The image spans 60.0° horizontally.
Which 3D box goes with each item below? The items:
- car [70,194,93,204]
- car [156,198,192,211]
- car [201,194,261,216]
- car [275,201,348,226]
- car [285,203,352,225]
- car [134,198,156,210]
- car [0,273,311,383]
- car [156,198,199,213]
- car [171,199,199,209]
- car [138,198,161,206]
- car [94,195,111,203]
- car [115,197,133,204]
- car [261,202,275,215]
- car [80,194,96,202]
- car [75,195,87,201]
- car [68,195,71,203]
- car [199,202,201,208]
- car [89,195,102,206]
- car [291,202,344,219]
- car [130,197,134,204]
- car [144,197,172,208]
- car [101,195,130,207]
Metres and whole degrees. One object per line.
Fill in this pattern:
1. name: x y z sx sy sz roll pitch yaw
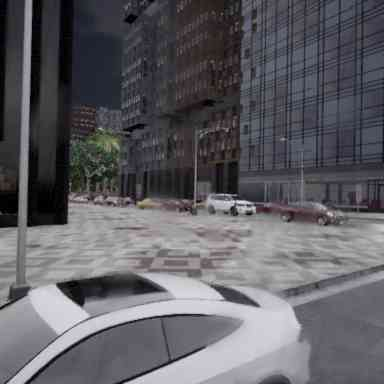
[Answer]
1. car: -20.650 1.467 61.871 1.752 1.417 4.829 2 -1 -36
2. car: -2.252 1.495 40.694 2.128 1.511 4.902 2 -1 -35
3. car: 3.657 1.220 32.414 2.150 2.045 5.566 2 -1 -35
4. car: 7.926 1.363 21.834 1.967 1.590 4.097 2 -1 -37
5. car: 9.232 1.557 24.579 1.994 1.385 4.181 2 -1 -36
6. car: -4.710 1.461 39.535 1.752 1.417 4.829 2 -1 -36
7. car: -0.935 1.526 2.726 4.674 1.442 1.812 0 0 -35
8. car: -1.622 1.477 35.207 1.887 1.381 4.507 2 -1 -36
9. car: -1.057 1.711 49.086 2.008 1.369 4.403 2 -1 -36
10. car: -7.432 1.715 58.019 2.008 1.369 4.403 2 -1 -36
11. car: -20.354 1.506 75.487 2.097 1.767 4.553 2 -1 -36
12. car: -13.807 1.730 66.951 1.947 1.339 4.313 2 -1 -36
13. car: 8.505 1.732 35.687 1.802 1.307 4.206 2 -1 -36
14. car: -26.551 1.477 84.818 2.192 1.841 5.009 2 -1 -36
15. car: -29.841 1.687 89.420 1.752 1.417 4.829 2 -1 -36
16. car: -23.935 1.382 66.477 1.967 1.590 4.097 2 -1 -36
17. car: 2.032 1.683 44.759 1.752 1.417 4.829 2 -1 -36
18. car: -14.374 1.524 53.074 1.802 1.307 4.206 2 -1 -36
19. car: 11.692 1.713 31.221 1.947 1.339 4.313 2 -1 -36
20. car: -11.300 1.618 58.687 1.812 1.442 4.674 2 -1 -36
21. car: -5.223 1.583 50.244 2.128 1.511 4.902 2 -1 -35
22. car: -11.183 1.381 48.609 1.967 1.590 4.097 2 -1 -36
